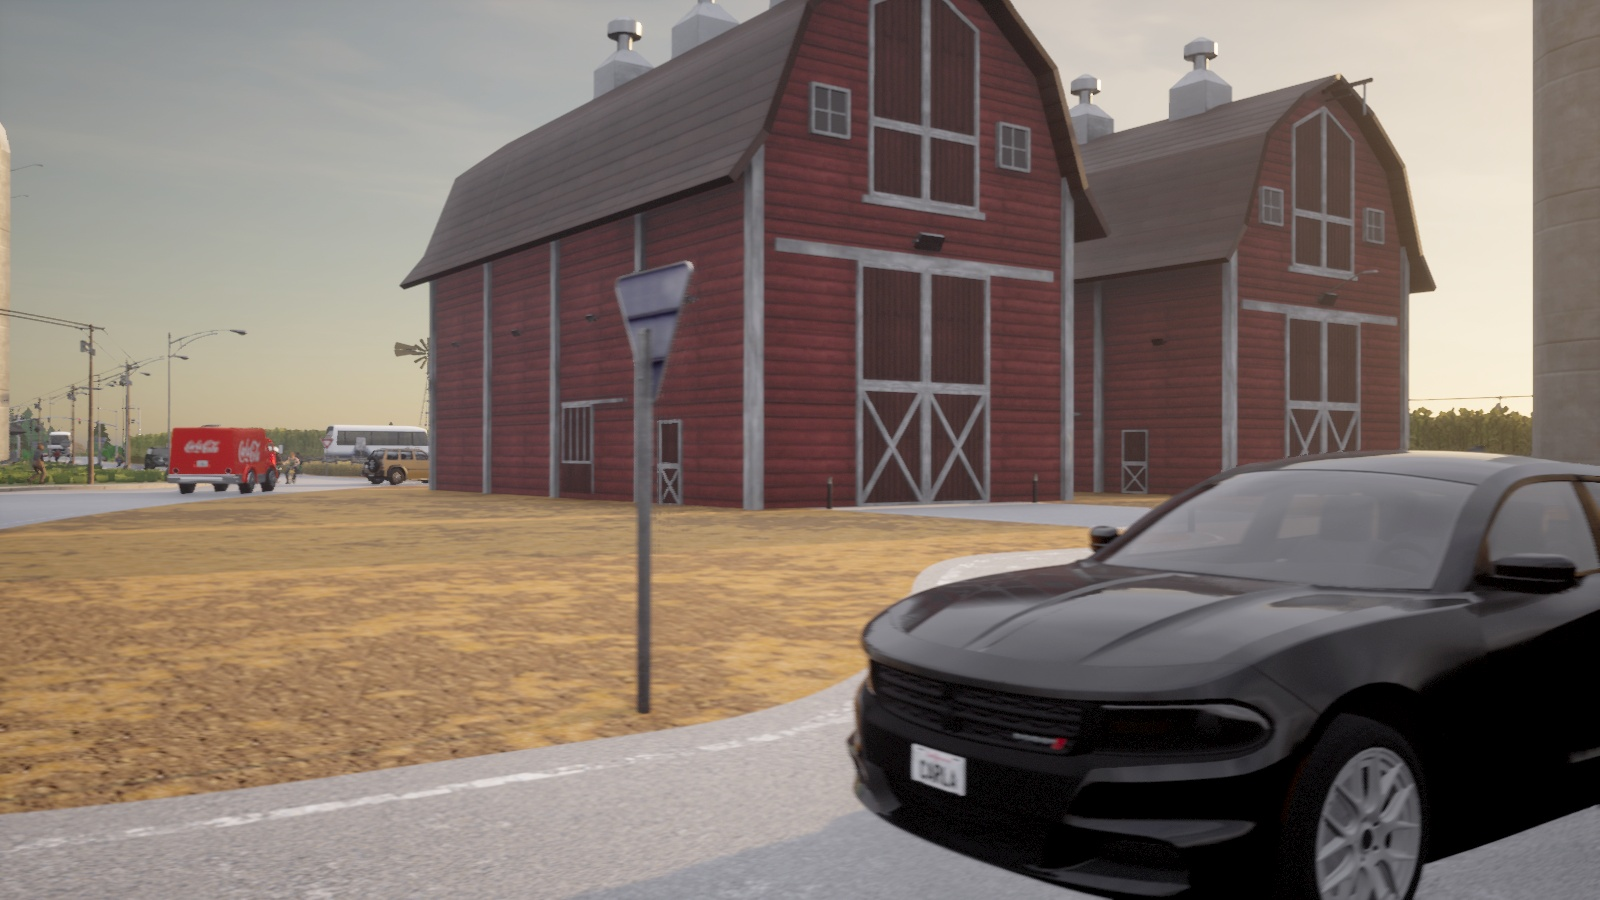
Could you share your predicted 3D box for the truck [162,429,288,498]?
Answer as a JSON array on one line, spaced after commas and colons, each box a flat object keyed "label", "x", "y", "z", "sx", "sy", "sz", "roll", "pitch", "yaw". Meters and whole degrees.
[{"label": "truck", "x": -21.557, "y": 0.486, "z": 47.374, "sx": 2.627, "sy": 2.467, "sz": 5.204, "roll": 0, "pitch": 0, "yaw": -4}]

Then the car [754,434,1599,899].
[{"label": "car", "x": 2.420, "y": 0.730, "z": 5.342, "sx": 5.008, "sy": 1.535, "sz": 1.882, "roll": 0, "pitch": 0, "yaw": -35}]

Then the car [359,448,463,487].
[{"label": "car", "x": -19.143, "y": 0.880, "z": 61.944, "sx": 1.932, "sy": 1.855, "sz": 4.605, "roll": -1, "pitch": -1, "yaw": 41}]

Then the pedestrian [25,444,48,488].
[{"label": "pedestrian", "x": -32.194, "y": 0.685, "z": 52.959, "sx": 0.540, "sy": 1.848, "sz": 0.694, "roll": 0, "pitch": 0, "yaw": 41}]
